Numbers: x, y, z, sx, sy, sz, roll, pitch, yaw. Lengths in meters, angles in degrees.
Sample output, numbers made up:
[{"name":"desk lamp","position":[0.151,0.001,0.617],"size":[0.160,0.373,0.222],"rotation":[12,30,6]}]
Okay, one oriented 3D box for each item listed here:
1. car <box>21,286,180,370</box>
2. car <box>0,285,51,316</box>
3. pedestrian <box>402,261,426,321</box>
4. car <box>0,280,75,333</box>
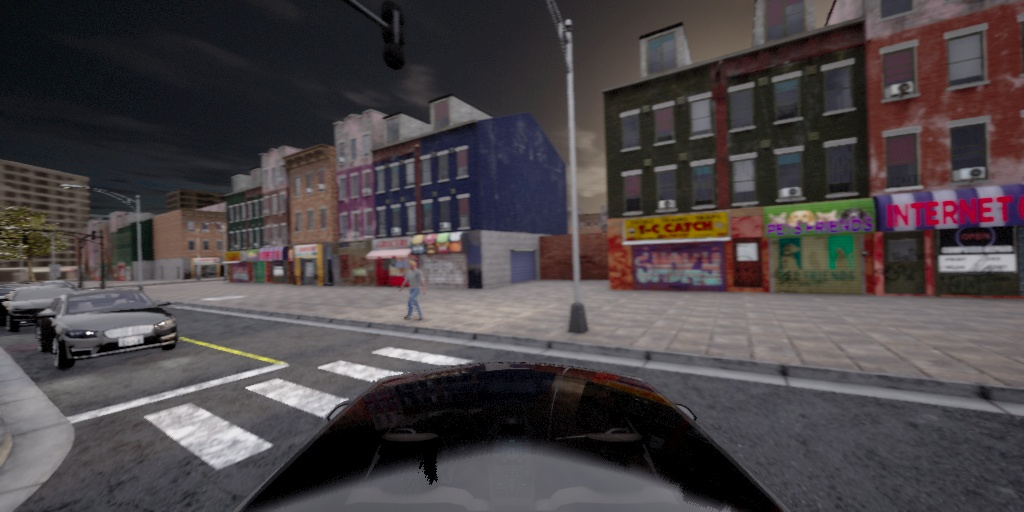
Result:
[{"name":"car","position":[-10.123,1.609,8.928],"size":[4.902,1.511,2.128],"rotation":[-2,0,33]},{"name":"car","position":[-26.685,2.334,19.256],"size":[4.718,1.301,1.895],"rotation":[-2,0,32]},{"name":"pedestrian","position":[-2.891,1.001,10.586],"size":[0.375,1.860,0.375],"rotation":[-2,0,32]},{"name":"car","position":[-18.098,1.891,13.885],"size":[5.008,1.535,1.882],"rotation":[-2,0,32]}]
